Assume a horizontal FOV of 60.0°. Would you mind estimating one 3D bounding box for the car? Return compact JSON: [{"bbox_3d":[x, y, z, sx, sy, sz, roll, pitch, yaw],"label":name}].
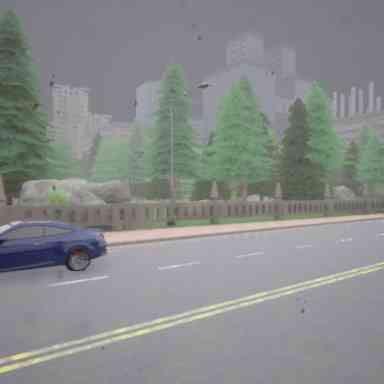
[{"bbox_3d":[-4.703,1.500,9.220,4.674,1.442,1.812,0,0,-35],"label":"car"}]
